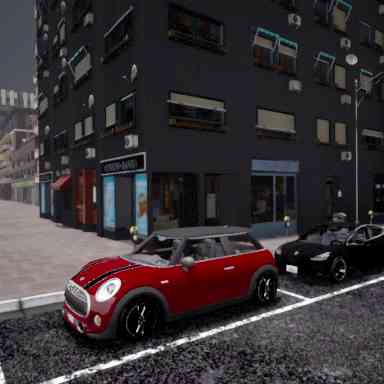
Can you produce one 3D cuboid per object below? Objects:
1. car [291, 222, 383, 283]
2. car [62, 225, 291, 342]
[{"bbox_3d":[4.278,1.564,9.632,4.313,1.339,1.947,0,-1,-36],"label":"car"},{"bbox_3d":[-0.280,1.439,6.377,4.097,1.590,1.967,0,-1,-36],"label":"car"}]
